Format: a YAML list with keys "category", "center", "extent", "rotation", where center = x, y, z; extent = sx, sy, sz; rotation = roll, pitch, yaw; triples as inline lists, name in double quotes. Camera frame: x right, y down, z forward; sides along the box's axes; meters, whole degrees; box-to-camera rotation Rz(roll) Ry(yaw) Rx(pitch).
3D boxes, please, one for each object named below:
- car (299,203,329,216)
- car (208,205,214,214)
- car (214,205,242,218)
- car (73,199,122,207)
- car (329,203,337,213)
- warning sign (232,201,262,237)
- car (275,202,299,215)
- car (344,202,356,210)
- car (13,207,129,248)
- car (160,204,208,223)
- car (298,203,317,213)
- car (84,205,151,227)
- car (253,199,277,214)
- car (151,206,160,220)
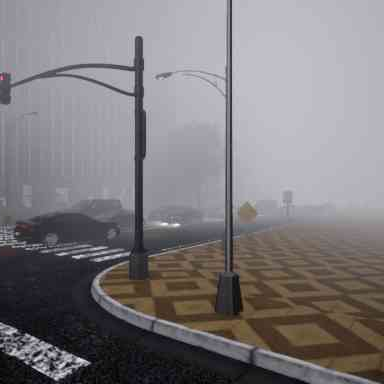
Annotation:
- category: "car"
  center: [16.469, 2.406, 44.693]
  extent: [2.033, 1.411, 5.357]
  rotation: [0, -1, 33]
- category: "car"
  center: [3.022, 2.279, 42.043]
  extent: [1.895, 1.301, 4.718]
  rotation: [0, -1, 32]
- category: "car"
  center: [4.809, 2.251, 38.816]
  extent: [1.895, 1.301, 4.718]
  rotation: [0, -1, 33]
- category: "car"
  center: [-7.627, 1.547, 25.450]
  extent: [2.150, 2.045, 5.566]
  rotation: [0, -1, 33]
- category: "car"
  center: [21.757, 2.537, 53.031]
  extent: [1.837, 1.490, 4.892]
  rotation: [0, -1, 33]
- category: "warning sign"
  center: [3.069, 1.454, 18.572]
  extent: [1.300, 1.860, 1.060]
  rotation: [1, 1, 33]
- category: "car"
  center: [13.504, 2.373, 46.096]
  extent: [1.812, 1.442, 4.674]
  rotation: [0, -1, 33]
- category: "car"
  center: [31.409, 2.770, 65.976]
  extent: [1.801, 1.575, 5.366]
  rotation: [0, -1, 33]
- category: "car"
  center: [-5.816, 1.686, 16.083]
  extent: [1.882, 1.535, 5.008]
  rotation: [1, 0, 42]
- category: "car"
  center: [-0.648, 2.033, 30.321]
  extent: [1.994, 1.385, 4.181]
  rotation: [0, -1, 32]
- category: "car"
  center: [19.021, 2.593, 54.785]
  extent: [1.994, 1.385, 4.181]
  rotation: [0, -1, 33]
- category: "car"
  center: [-5.177, 1.883, 23.254]
  extent: [1.994, 1.385, 4.181]
  rotation: [0, -1, 32]
- category: "car"
  center: [10.650, 2.064, 47.846]
  extent: [2.150, 2.045, 5.566]
  rotation: [0, -1, 33]
- category: "car"
  center: [-2.451, 2.001, 33.520]
  extent: [1.837, 1.490, 4.892]
  rotation: [0, -1, 33]
